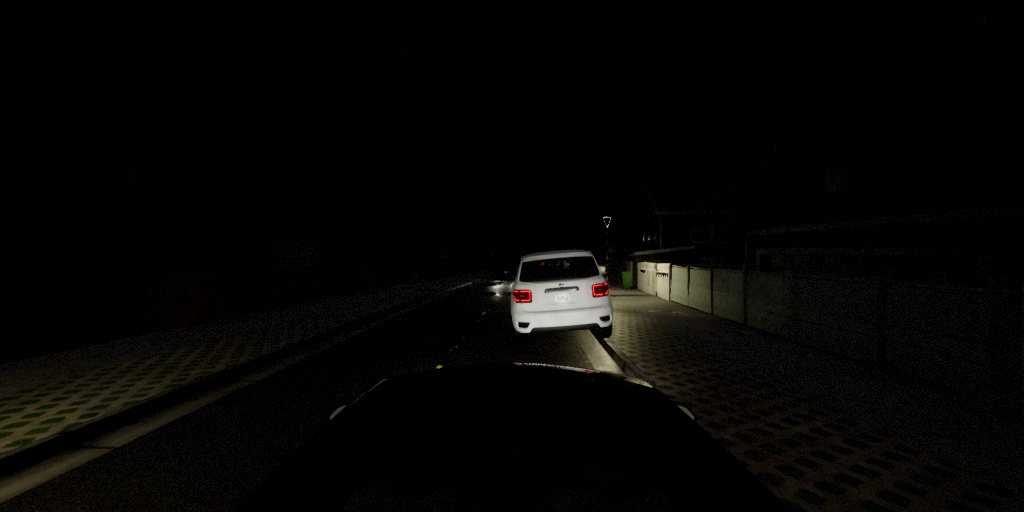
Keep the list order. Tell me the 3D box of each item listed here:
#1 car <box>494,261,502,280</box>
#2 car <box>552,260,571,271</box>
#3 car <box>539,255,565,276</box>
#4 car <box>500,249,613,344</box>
[{"bbox_3d":[-0.027,0.962,31.652,2.150,2.045,5.566,0,0,10],"label":"car"},{"bbox_3d":[6.846,1.281,48.950,1.812,1.442,4.674,0,0,17],"label":"car"},{"bbox_3d":[4.354,0.971,38.556,2.150,2.045,5.566,0,0,13],"label":"car"},{"bbox_3d":[1.135,0.897,9.645,2.150,2.045,5.566,-5,0,3],"label":"car"}]
